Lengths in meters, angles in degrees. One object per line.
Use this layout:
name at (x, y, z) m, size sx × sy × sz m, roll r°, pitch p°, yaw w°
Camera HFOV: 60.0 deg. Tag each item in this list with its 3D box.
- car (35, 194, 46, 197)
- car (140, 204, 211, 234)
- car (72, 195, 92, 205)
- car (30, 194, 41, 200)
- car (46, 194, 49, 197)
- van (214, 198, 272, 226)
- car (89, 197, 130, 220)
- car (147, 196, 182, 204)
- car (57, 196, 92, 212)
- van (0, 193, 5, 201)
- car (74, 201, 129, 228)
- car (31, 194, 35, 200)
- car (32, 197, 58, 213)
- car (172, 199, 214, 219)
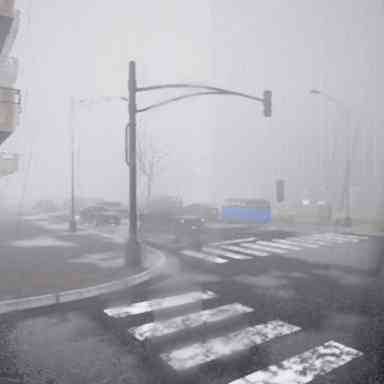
car at (-34.423, 1.236, 77.462) m, size 1.967 × 1.590 × 4.097 m, roll 0°, pitch 0°, yaw -35°
car at (-1.252, 1.647, 20.161) m, size 1.895 × 1.301 × 4.718 m, roll 0°, pitch 0°, yaw -38°
car at (-18.381, 1.350, 55.401) m, size 1.882 × 1.535 × 5.008 m, roll 0°, pitch 0°, yaw -35°
car at (-40.773, 1.318, 86.502) m, size 2.008 × 1.369 × 4.403 m, roll 0°, pitch 0°, yaw -35°
car at (-28.074, 1.391, 68.425) m, size 1.947 × 1.339 × 4.313 m, roll 0°, pitch 0°, yaw -35°
van at (3.673, 1.360, 23.232) m, size 1.690 × 1.788 × 3.998 m, roll 0°, pitch 0°, yaw -35°
car at (-6.651, 1.487, 27.849) m, size 1.882 × 1.535 × 5.008 m, roll 0°, pitch 1°, yaw -35°
car at (-2.677, 1.290, 32.270) m, size 2.192 × 1.841 × 5.009 m, roll 0°, pitch 0°, yaw -35°
car at (-12.836, 1.461, 36.669) m, size 2.128 × 1.511 × 4.902 m, roll 0°, pitch 0°, yaw -35°
van at (-44.457, 1.165, 77.165) m, size 1.690 × 1.788 × 3.998 m, roll 0°, pitch 0°, yaw -35°
car at (-6.360, 1.583, 22.936) m, size 1.887 × 1.381 × 4.507 m, roll 0°, pitch 0°, yaw -35°
car at (-37.598, 1.332, 81.982) m, size 2.008 × 1.369 × 4.403 m, roll 0°, pitch 0°, yaw -35°
car at (-15.884, 1.521, 36.492) m, size 1.887 × 1.381 × 4.507 m, roll 0°, pitch 0°, yaw -35°
car at (0.498, 1.562, 27.752) m, size 1.947 × 1.339 × 4.313 m, roll 0°, pitch 0°, yaw -35°
